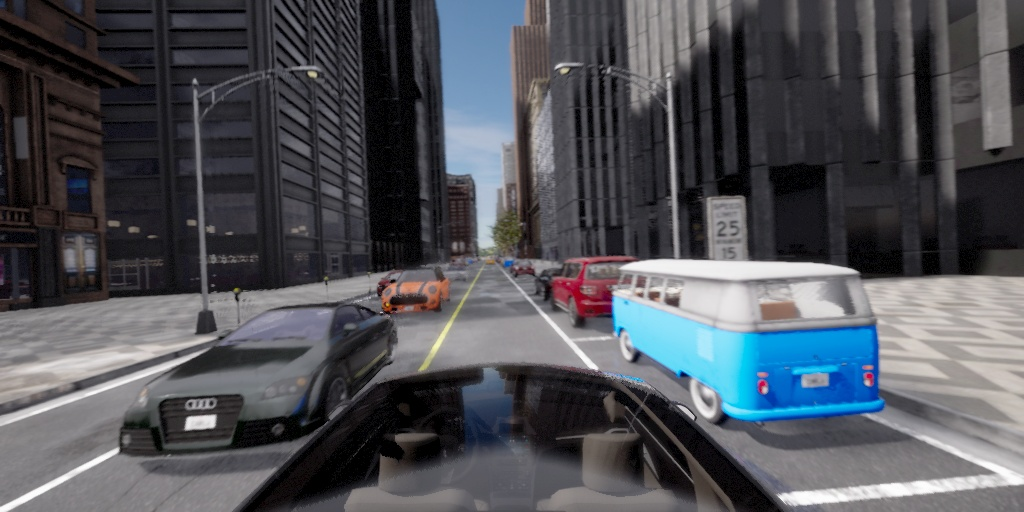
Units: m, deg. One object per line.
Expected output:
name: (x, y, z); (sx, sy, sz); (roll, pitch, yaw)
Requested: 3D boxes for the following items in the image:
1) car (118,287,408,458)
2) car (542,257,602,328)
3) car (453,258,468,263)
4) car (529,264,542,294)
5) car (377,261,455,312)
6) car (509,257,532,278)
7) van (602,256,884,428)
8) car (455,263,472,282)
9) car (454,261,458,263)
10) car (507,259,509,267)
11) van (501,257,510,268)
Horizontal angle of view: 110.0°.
car: (-3.180, 1.456, 5.515); (1.994, 1.385, 4.181); (-3, 0, -3)
car: (2.475, 0.937, 10.921); (2.192, 1.841, 5.009); (0, 0, -4)
car: (-9.201, 1.364, 61.072); (2.192, 1.841, 5.009); (0, 0, -4)
car: (2.122, 1.194, 16.550); (1.948, 1.339, 4.313); (0, 0, -4)
car: (-3.770, 1.255, 14.787); (2.097, 1.767, 4.553); (-3, 0, -4)
car: (1.065, 1.087, 33.436); (1.967, 1.591, 4.097); (0, 0, -4)
van: (2.827, 0.955, 5.291); (1.690, 1.789, 3.998); (0, 0, -4)
car: (-4.701, 1.519, 30.173); (1.895, 1.301, 4.718); (-3, 0, -3)
car: (-8.142, 1.600, 44.185); (2.007, 1.370, 4.403); (0, 0, -4)
car: (0.712, 1.234, 39.066); (1.802, 1.307, 4.207); (0, 0, -4)
van: (-0.346, 1.000, 55.953); (1.690, 1.789, 3.998); (0, 0, -4)
